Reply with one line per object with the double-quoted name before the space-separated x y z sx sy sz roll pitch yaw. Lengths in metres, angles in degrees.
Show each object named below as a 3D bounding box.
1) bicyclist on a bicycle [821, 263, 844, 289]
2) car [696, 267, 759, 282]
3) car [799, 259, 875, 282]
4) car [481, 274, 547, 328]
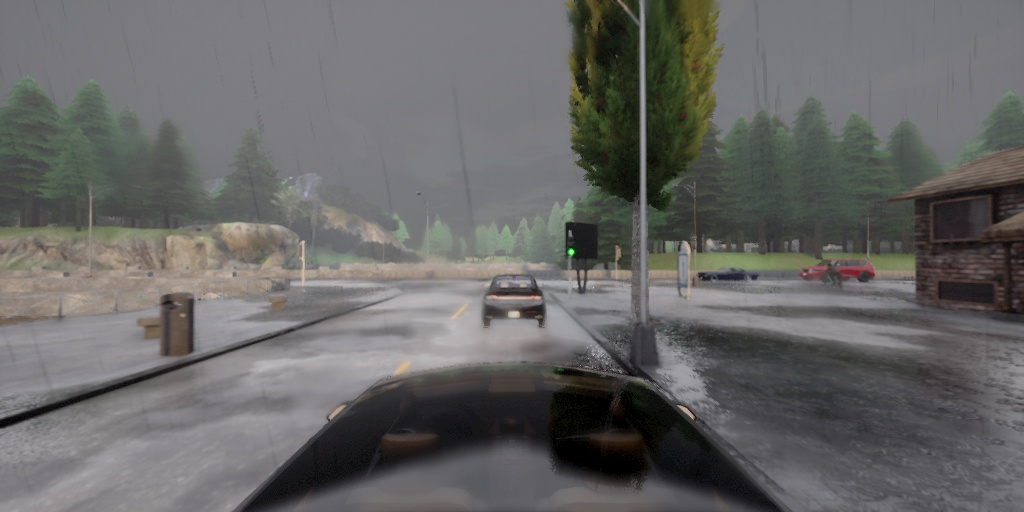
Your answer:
"bicyclist on a bicycle" 20.978 1.316 23.508 0.582 1.620 1.656 -1 0 0
"car" 19.048 1.659 31.910 4.718 1.301 1.895 0 -1 0
"car" 28.843 1.279 31.905 5.566 2.045 2.150 0 -1 0
"car" 0.069 1.345 11.836 2.128 1.511 4.902 0 -1 0
